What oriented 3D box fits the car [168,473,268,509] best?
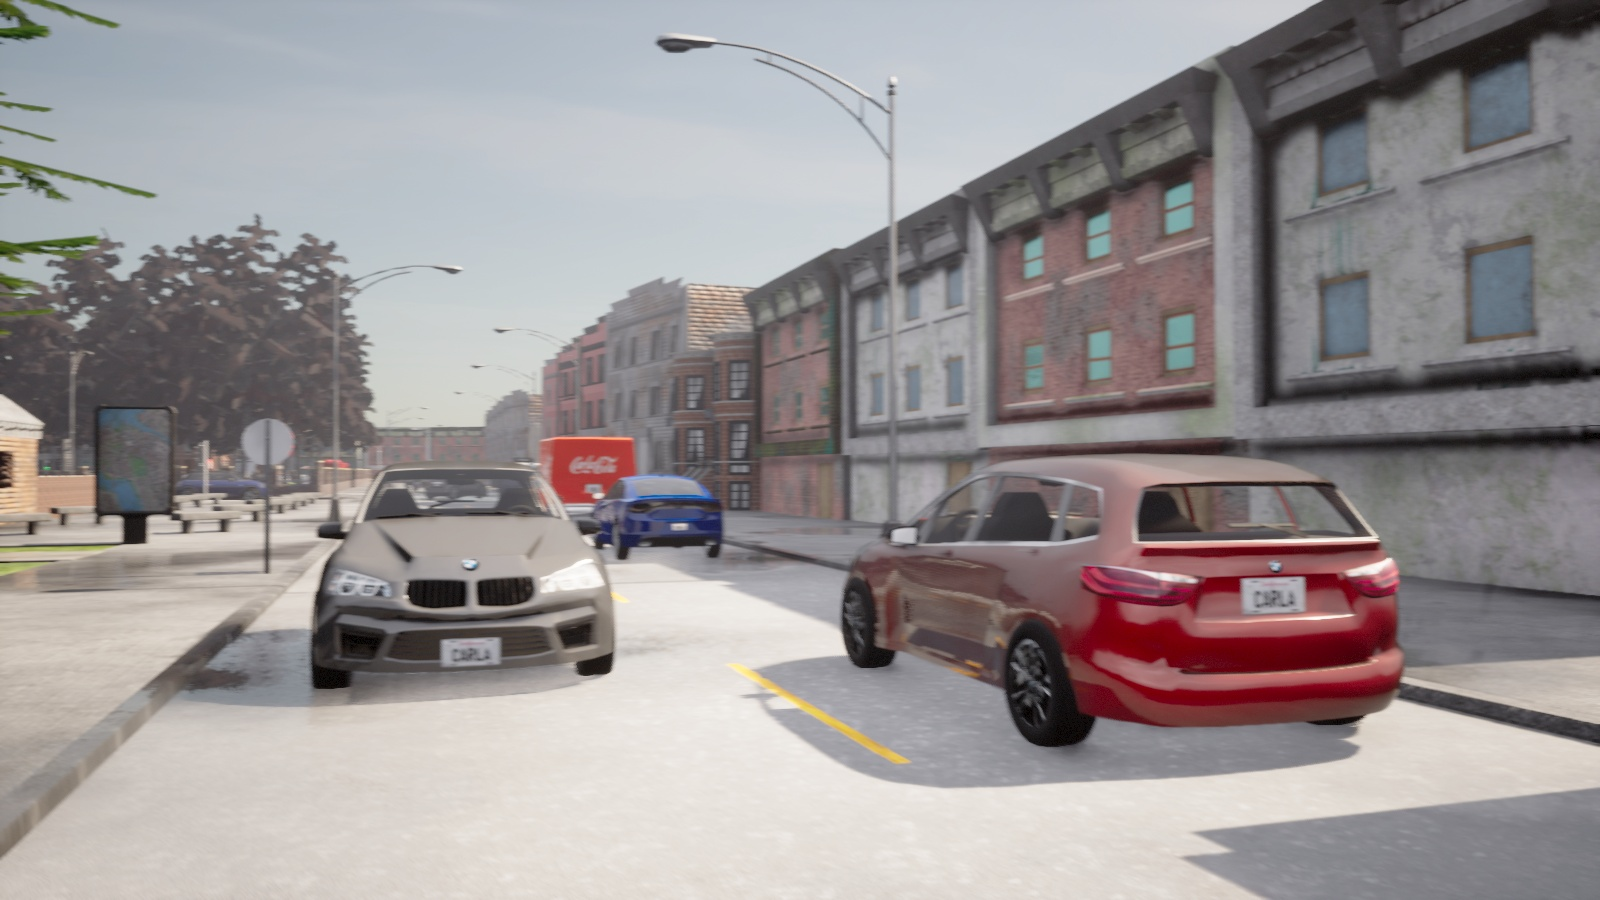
[{"bbox_3d":[-30.459,2.124,65.883,4.553,1.767,2.097,0,-1,-18],"label":"car"}]

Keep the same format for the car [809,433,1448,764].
[{"bbox_3d":[1.847,0.791,8.890,2.242,1.667,4.611,0,-1,-17],"label":"car"}]

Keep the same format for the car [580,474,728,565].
[{"bbox_3d":[-2.917,1.234,24.037,1.882,1.535,5.008,0,-1,-17],"label":"car"}]

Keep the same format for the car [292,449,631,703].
[{"bbox_3d":[-2.969,0.875,10.824,2.242,1.667,4.611,0,-1,-17],"label":"car"}]

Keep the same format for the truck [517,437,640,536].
[{"bbox_3d":[-6.157,0.977,34.381,2.627,2.467,5.204,0,-1,-18],"label":"truck"}]
